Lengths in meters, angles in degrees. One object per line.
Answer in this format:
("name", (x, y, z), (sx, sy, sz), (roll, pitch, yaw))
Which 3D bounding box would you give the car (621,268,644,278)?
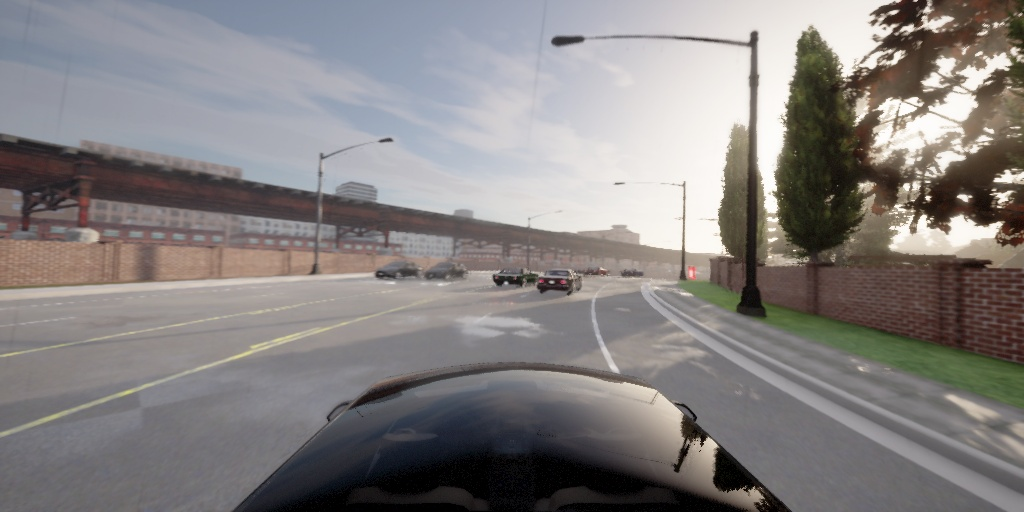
("car", (16.778, 2.393, 49.726), (1.895, 1.301, 4.718), (1, -3, 36))

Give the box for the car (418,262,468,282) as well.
("car", (-5.222, 1.237, 29.007), (1.837, 1.490, 4.892), (1, 0, 20))

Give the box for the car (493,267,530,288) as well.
("car", (0.374, 1.446, 24.920), (1.895, 1.301, 4.718), (1, 0, 19))

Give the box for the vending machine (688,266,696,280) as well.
("vending machine", (25.644, 2.458, 51.204), (1.100, 2.100, 0.880), (0, 0, 39))

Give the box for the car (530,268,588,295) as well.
("car", (2.922, 1.437, 21.126), (2.033, 1.411, 5.357), (1, 0, 19))

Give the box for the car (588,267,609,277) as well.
("car", (11.270, 2.111, 47.715), (1.895, 1.301, 4.718), (1, -2, 33))

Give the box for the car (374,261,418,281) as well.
("car", (-8.950, 1.144, 28.894), (1.837, 1.490, 4.892), (1, -1, 19))
